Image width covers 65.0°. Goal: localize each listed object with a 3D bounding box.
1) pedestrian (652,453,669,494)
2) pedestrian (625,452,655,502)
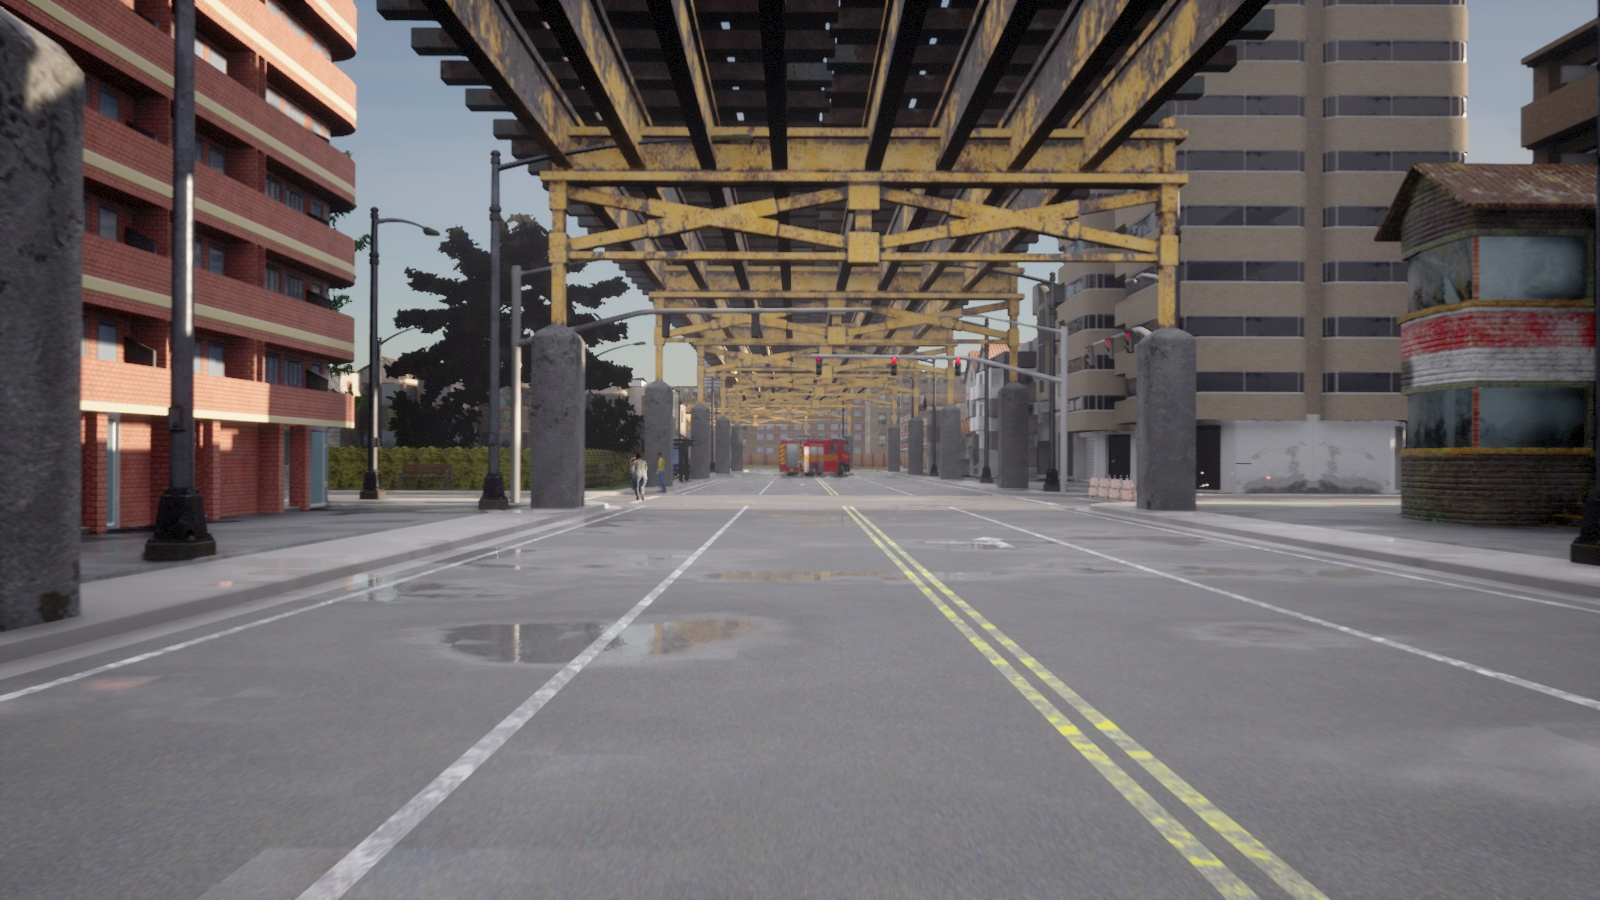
[{"bbox_3d":[-6.267,1.036,56.303,0.706,1.836,0.354,0,0,4],"label":"pedestrian"},{"bbox_3d":[-6.041,1.024,47.260,0.874,1.855,0.900,0,0,-26],"label":"pedestrian"}]
